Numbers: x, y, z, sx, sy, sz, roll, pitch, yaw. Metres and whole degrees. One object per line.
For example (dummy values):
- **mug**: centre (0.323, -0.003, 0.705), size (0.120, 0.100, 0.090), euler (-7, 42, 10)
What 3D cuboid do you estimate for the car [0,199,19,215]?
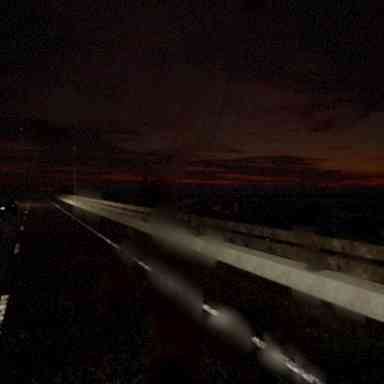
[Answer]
- **car**: centre (-16.465, 1.300, 29.321), size (1.994, 1.385, 4.181), euler (0, 1, -26)

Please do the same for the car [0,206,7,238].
- **car**: centre (-8.936, 1.476, 13.632), size (1.895, 1.301, 4.718), euler (0, 0, -26)
